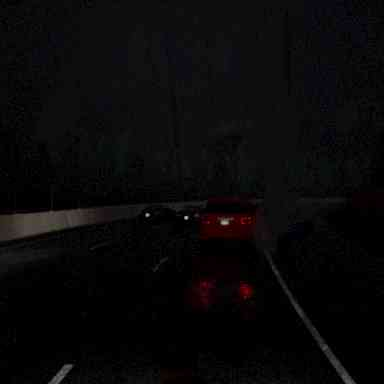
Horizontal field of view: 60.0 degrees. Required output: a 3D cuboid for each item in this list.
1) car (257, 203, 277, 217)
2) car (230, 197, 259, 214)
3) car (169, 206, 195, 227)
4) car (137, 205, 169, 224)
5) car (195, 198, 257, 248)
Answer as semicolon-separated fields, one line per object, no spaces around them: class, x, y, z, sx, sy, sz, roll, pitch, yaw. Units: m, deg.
car;7.249;1.744;33.289;1.895;1.301;4.718;0;0;23
car;6.318;1.522;39.449;2.097;1.767;4.553;0;0;26
car;0.178;1.661;23.546;1.994;1.385;4.181;0;0;16
car;-2.681;1.670;26.223;1.994;1.385;4.181;0;0;16
car;1.772;1.287;15.418;2.150;2.045;5.566;0;0;11
